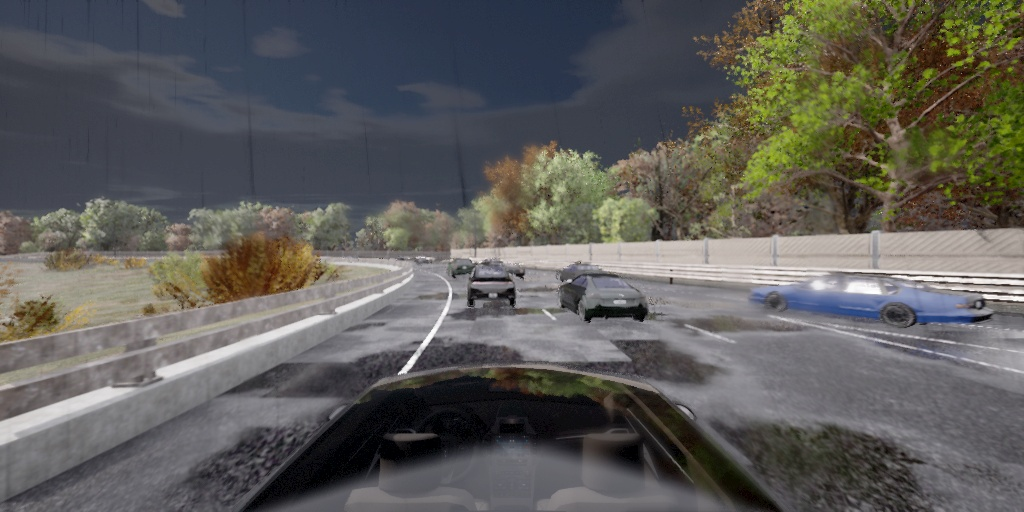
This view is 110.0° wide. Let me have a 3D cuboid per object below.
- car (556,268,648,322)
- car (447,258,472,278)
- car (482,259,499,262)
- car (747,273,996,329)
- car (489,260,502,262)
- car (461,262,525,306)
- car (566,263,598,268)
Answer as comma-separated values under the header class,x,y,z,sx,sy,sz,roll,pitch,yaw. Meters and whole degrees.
class,x,y,z,sx,sy,sz,roll,pitch,yaw
car,2.882,1.272,12.199,1.994,1.385,4.181,0,0,-5
car,-4.576,0.988,32.073,2.097,1.767,4.553,0,0,-16
car,-2.712,1.069,46.983,2.128,1.511,4.902,0,0,-24
car,10.620,1.256,11.269,2.033,1.411,5.357,0,0,-27
car,-0.416,1.241,30.354,1.895,1.301,4.718,0,0,-15
car,-0.977,1.189,15.353,2.128,1.511,4.902,0,0,-7
car,4.641,1.207,24.298,2.033,1.411,5.357,0,0,-12
